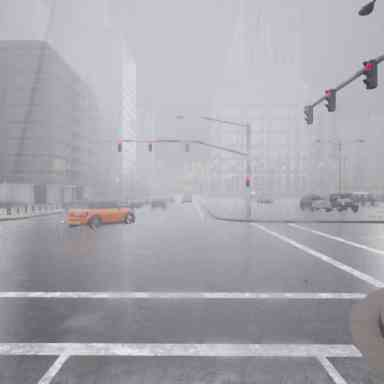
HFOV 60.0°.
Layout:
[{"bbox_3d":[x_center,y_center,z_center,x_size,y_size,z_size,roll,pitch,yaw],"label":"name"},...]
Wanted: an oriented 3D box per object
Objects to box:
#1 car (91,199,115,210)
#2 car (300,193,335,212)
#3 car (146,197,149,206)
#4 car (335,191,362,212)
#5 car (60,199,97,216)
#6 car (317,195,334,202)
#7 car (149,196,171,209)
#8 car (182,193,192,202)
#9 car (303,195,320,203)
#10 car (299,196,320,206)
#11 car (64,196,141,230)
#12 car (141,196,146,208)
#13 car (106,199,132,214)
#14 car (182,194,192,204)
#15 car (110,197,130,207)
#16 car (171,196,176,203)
[{"bbox_3d":[-11.524,1.601,43.365,1.895,1.301,4.718,0,0,0],"label":"car"},{"bbox_3d":[13.169,1.153,35.698,1.932,1.855,4.605,0,0,0],"label":"car"},{"bbox_3d":[-8.080,1.491,55.277,2.128,1.511,4.902,0,0,0],"label":"car"},{"bbox_3d":[16.064,1.156,35.650,1.905,1.878,3.866,0,0,0],"label":"car"},{"bbox_3d":[-11.471,1.491,34.097,2.128,1.511,4.902,0,0,0],"label":"car"},{"bbox_3d":[27.361,1.363,68.243,1.784,1.438,3.905,0,0,0],"label":"car"},{"bbox_3d":[-4.338,1.504,45.169,1.837,1.490,4.892,0,0,0],"label":"car"},{"bbox_3d":[-1.101,1.181,74.352,2.097,1.767,4.553,0,0,0],"label":"car"},{"bbox_3d":[24.466,1.395,68.238,1.970,1.475,3.806,0,0,0],"label":"car"},{"bbox_3d":[18.731,1.395,53.123,1.970,1.475,3.806,0,0,0],"label":"car"},{"bbox_3d":[-5.804,1.352,21.686,2.097,1.767,4.553,0,0,30],"label":"car"},{"bbox_3d":[-8.034,1.352,45.393,2.097,1.767,4.553,0,0,0],"label":"car"},{"bbox_3d":[-7.986,1.564,36.691,1.994,1.385,4.181,0,0,0],"label":"car"},{"bbox_3d":[-1.051,1.601,65.624,1.895,1.301,4.718,0,0,0],"label":"car"},{"bbox_3d":[-11.576,1.547,53.905,2.033,1.411,5.357,0,0,0],"label":"car"},{"bbox_3d":[-4.483,1.493,69.875,2.128,1.511,4.902,0,0,0],"label":"car"}]
